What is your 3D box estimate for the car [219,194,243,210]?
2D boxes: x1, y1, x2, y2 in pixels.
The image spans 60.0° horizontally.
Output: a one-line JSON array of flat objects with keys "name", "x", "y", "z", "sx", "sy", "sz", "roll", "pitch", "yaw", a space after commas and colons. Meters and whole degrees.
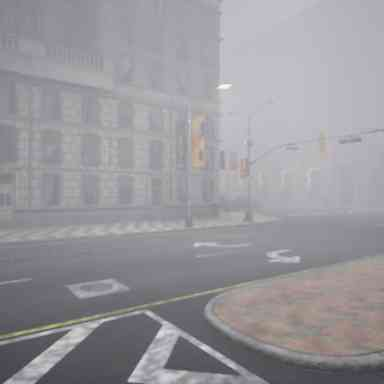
[{"name": "car", "x": 3.802, "y": 1.307, "z": 44.572, "sx": 2.150, "sy": 2.045, "sz": 5.566, "roll": 0, "pitch": 0, "yaw": -36}]

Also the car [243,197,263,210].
[{"name": "car", "x": 7.469, "y": 1.449, "z": 45.481, "sx": 2.097, "sy": 1.767, "sz": 4.553, "roll": 0, "pitch": 0, "yaw": -36}]
